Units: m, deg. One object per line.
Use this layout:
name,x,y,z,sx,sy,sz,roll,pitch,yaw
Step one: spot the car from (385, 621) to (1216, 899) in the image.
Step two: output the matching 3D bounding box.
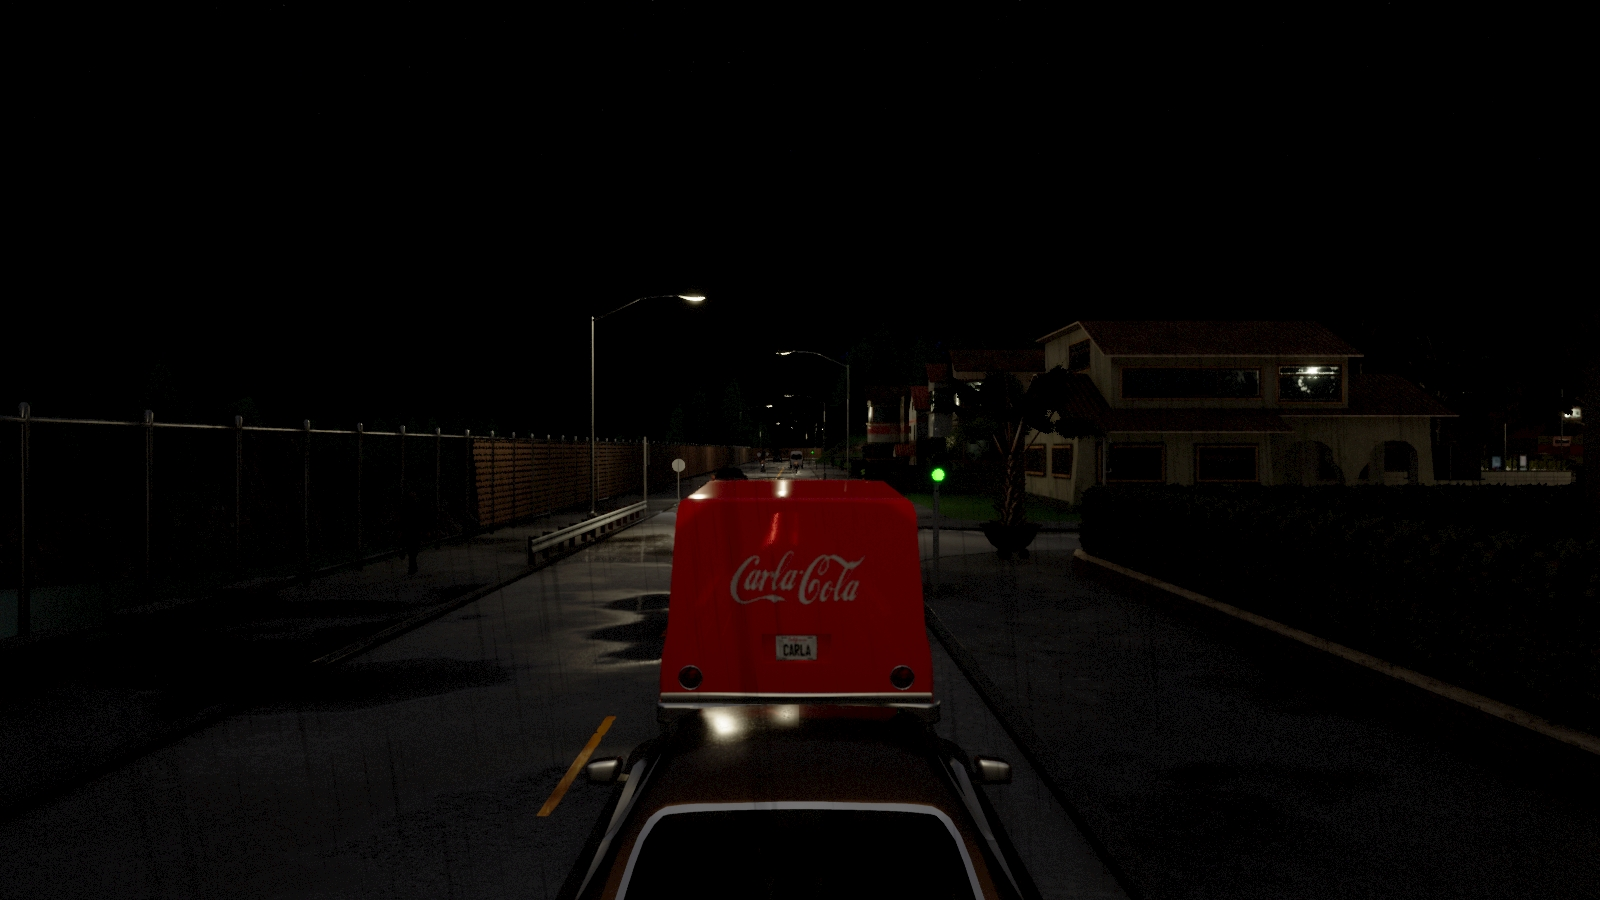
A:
car,-0.006,1.989,5.238,2.152,1.651,5.027,0,0,0

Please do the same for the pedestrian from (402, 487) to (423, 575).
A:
pedestrian,-8.302,1.736,24.485,0.375,1.860,0.375,0,0,-8

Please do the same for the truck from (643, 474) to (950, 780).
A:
truck,-0.028,1.572,12.392,2.627,2.467,5.204,0,1,0
